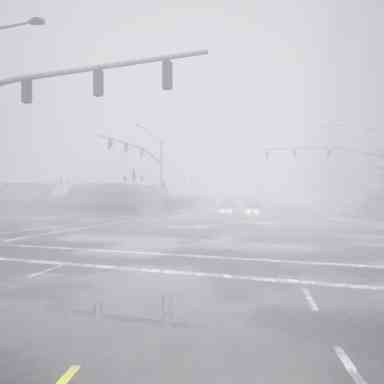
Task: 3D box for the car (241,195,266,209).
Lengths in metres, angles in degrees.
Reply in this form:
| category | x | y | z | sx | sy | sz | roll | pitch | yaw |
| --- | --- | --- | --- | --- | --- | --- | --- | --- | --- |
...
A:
| category | x | y | z | sx | sy | sz | roll | pitch | yaw |
| --- | --- | --- | --- | --- | --- | --- | --- | --- | --- |
| car | 8.536 | 1.491 | 45.873 | 2.128 | 1.511 | 4.902 | 0 | 0 | 17 |

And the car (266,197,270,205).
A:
| category | x | y | z | sx | sy | sz | roll | pitch | yaw |
| --- | --- | --- | --- | --- | --- | --- | --- | --- | --- |
| car | 13.083 | 1.526 | 60.682 | 1.812 | 1.442 | 4.674 | 0 | 0 | 17 |

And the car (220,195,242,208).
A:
| category | x | y | z | sx | sy | sz | roll | pitch | yaw |
| --- | --- | --- | --- | --- | --- | --- | --- | --- | --- |
| car | 5.185 | 1.491 | 46.882 | 2.128 | 1.511 | 4.902 | 0 | 0 | 17 |

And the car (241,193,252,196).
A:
| category | x | y | z | sx | sy | sz | roll | pitch | yaw |
| --- | --- | --- | --- | --- | --- | --- | --- | --- | --- |
| car | 10.354 | 1.223 | 63.666 | 2.150 | 2.045 | 5.566 | 0 | 0 | 17 |
